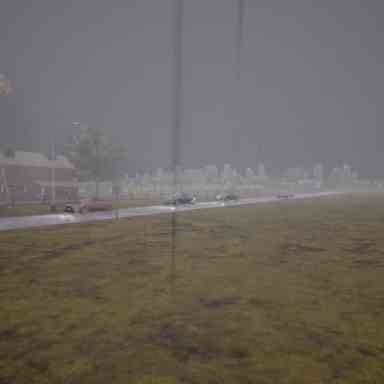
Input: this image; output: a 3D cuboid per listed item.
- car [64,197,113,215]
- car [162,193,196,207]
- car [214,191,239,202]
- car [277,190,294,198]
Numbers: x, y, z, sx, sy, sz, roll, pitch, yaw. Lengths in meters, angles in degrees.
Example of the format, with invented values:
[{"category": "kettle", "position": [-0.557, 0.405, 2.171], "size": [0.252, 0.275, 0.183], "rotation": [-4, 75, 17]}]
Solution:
[{"category": "car", "position": [-8.898, 1.165, 28.799], "size": [1.994, 1.385, 4.181], "rotation": [1, 2, 36]}, {"category": "car", "position": [-1.486, 0.852, 39.011], "size": [1.837, 1.490, 4.892], "rotation": [1, 1, 36]}, {"category": "car", "position": [5.023, 0.608, 47.926], "size": [2.128, 1.511, 4.902], "rotation": [1, 2, 36]}, {"category": "car", "position": [16.626, 0.397, 58.980], "size": [1.994, 1.385, 4.181], "rotation": [1, 2, 36]}]
